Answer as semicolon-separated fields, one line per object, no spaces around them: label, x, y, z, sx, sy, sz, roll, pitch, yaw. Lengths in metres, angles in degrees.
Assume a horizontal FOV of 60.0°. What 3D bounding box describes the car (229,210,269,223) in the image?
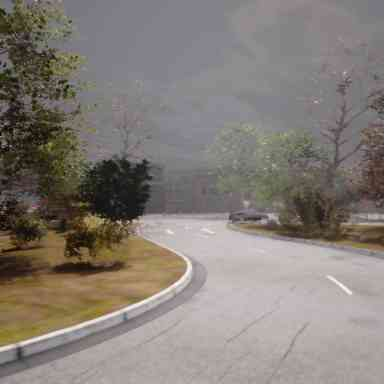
car;6.782;2.910;39.288;4.902;1.511;2.128;1;-3;-22

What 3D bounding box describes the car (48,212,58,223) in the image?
car;-16.043;2.683;39.538;2.435;2.045;5.566;0;-2;-18

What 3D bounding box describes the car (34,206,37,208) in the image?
car;-23.419;3.099;49.972;2.435;2.045;5.566;0;-2;-18
